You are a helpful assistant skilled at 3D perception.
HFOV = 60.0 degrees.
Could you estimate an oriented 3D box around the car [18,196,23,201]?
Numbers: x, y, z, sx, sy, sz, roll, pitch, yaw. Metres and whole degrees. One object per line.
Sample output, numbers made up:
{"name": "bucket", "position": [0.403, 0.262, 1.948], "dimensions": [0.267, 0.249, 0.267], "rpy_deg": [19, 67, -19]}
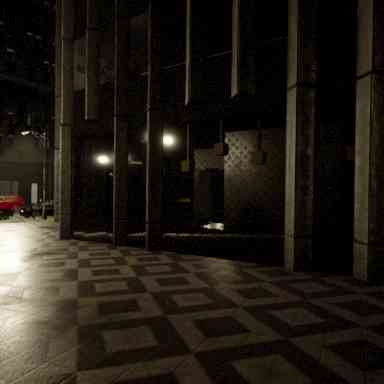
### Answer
{"name": "car", "position": [-20.818, 1.354, 36.152], "dimensions": [2.192, 1.841, 5.009], "rpy_deg": [1, 0, 35]}

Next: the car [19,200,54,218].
{"name": "car", "position": [-13.865, 1.742, 31.227], "dimensions": [1.947, 1.339, 4.313], "rpy_deg": [1, 0, 35]}

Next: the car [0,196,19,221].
{"name": "car", "position": [-17.118, 1.463, 26.616], "dimensions": [2.192, 1.841, 5.009], "rpy_deg": [1, 0, 35]}

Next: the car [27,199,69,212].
{"name": "car", "position": [-17.565, 1.634, 40.761], "dimensions": [1.947, 1.339, 4.313], "rpy_deg": [1, 0, 35]}
